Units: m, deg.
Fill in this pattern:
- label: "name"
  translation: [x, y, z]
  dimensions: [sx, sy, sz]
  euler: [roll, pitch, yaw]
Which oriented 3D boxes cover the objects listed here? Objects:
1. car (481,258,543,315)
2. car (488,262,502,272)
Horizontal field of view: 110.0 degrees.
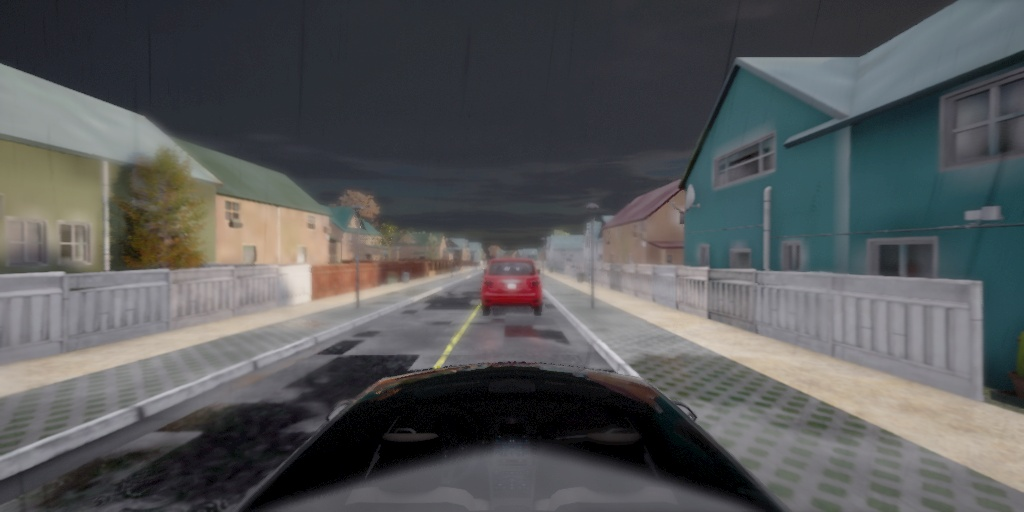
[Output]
- label: "car"
  translation: [0.006, 1.093, 14.420]
  dimensions: [2.150, 2.045, 5.566]
  euler: [0, 0, 0]
- label: "car"
  translation: [-2.781, 1.799, 60.311]
  dimensions: [2.128, 1.511, 4.902]
  euler: [0, -1, 0]
